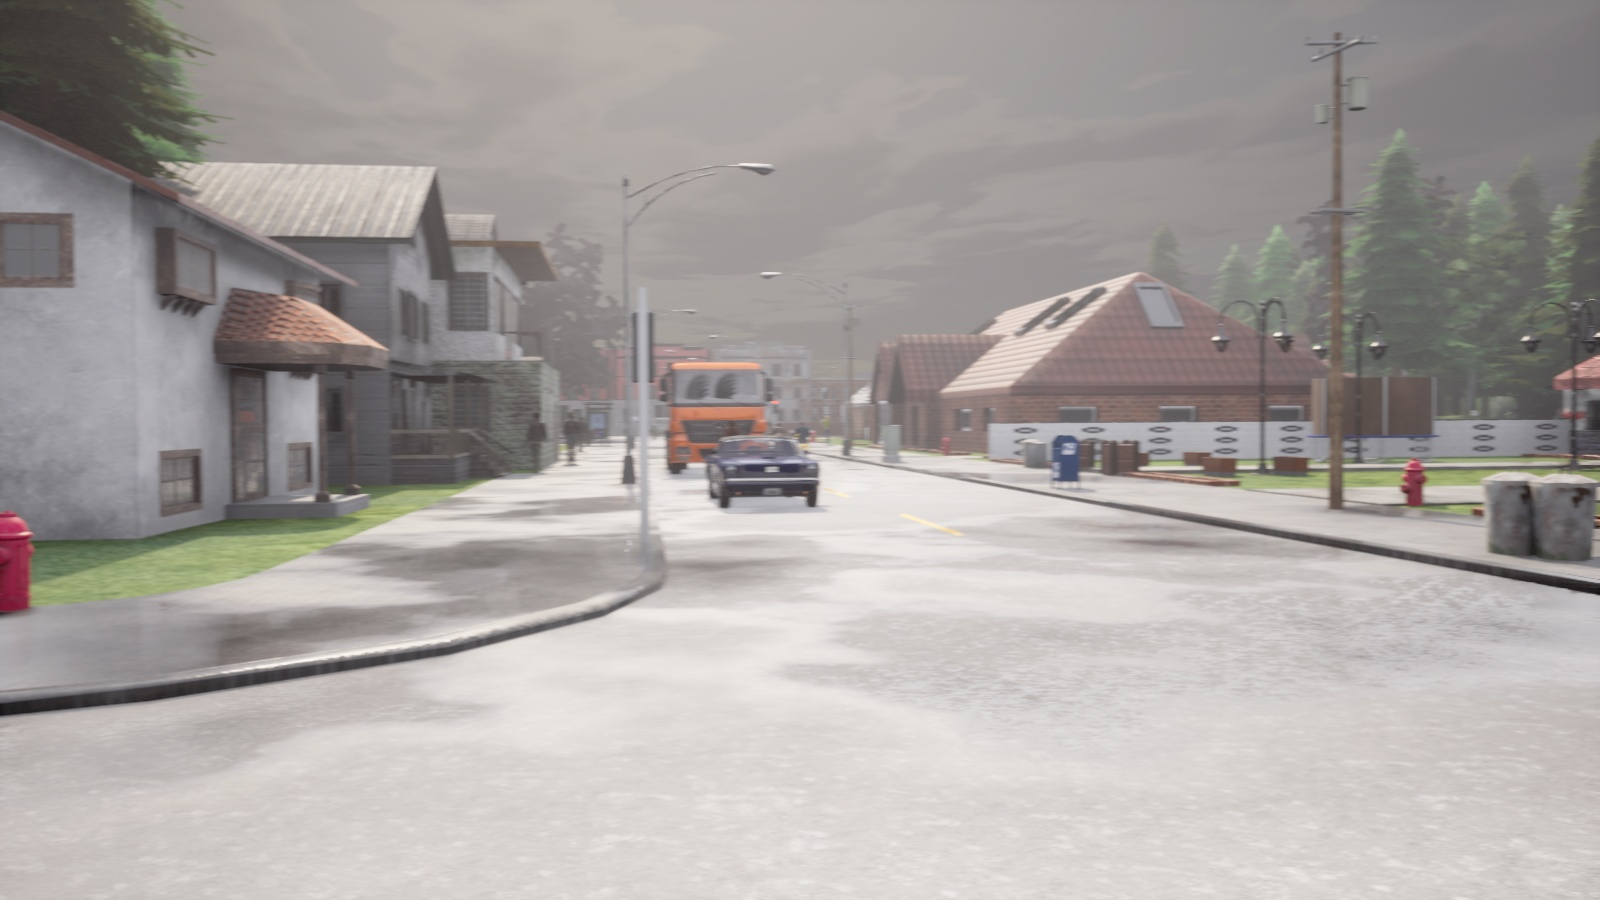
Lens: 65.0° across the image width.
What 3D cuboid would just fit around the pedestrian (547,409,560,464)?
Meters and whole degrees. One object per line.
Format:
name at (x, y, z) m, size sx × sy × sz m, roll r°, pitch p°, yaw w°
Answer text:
pedestrian at (-8.603, -0.476, 43.798) m, size 0.402 × 1.930 × 0.666 m, roll 0°, pitch 1°, yaw -7°

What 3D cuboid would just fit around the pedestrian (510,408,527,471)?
pedestrian at (-8.287, -0.319, 36.927) m, size 0.431 × 1.840 × 0.703 m, roll 0°, pitch 1°, yaw -9°

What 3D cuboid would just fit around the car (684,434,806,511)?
car at (-1.175, 0.363, 24.485) m, size 1.895 × 1.301 × 4.718 m, roll 0°, pitch 1°, yaw -8°

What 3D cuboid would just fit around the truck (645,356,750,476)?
truck at (-3.445, -1.086, 40.410) m, size 2.891 × 3.462 × 7.936 m, roll 0°, pitch 1°, yaw -8°

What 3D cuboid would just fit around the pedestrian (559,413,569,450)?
pedestrian at (-11.832, -0.918, 63.008) m, size 0.431 × 1.840 × 0.703 m, roll 0°, pitch 1°, yaw -4°
